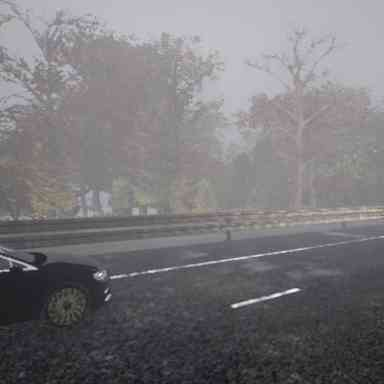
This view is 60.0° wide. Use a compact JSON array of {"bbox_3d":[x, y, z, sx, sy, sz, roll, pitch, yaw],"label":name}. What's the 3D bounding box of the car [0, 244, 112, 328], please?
[{"bbox_3d":[-3.777,1.492,5.365,4.902,1.511,2.128,0,0,-35],"label":"car"}]
